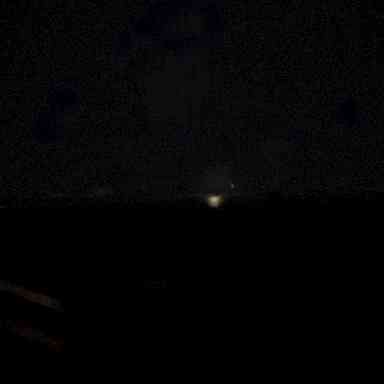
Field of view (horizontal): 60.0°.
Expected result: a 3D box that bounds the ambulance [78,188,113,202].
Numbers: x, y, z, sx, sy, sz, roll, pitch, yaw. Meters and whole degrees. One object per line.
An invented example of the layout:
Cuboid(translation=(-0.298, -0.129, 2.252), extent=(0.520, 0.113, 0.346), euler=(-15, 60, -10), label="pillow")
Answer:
Cuboid(translation=(-17.498, 0.460, 60.407), extent=(2.351, 2.431, 6.366), euler=(2, 2, 35), label="ambulance")
